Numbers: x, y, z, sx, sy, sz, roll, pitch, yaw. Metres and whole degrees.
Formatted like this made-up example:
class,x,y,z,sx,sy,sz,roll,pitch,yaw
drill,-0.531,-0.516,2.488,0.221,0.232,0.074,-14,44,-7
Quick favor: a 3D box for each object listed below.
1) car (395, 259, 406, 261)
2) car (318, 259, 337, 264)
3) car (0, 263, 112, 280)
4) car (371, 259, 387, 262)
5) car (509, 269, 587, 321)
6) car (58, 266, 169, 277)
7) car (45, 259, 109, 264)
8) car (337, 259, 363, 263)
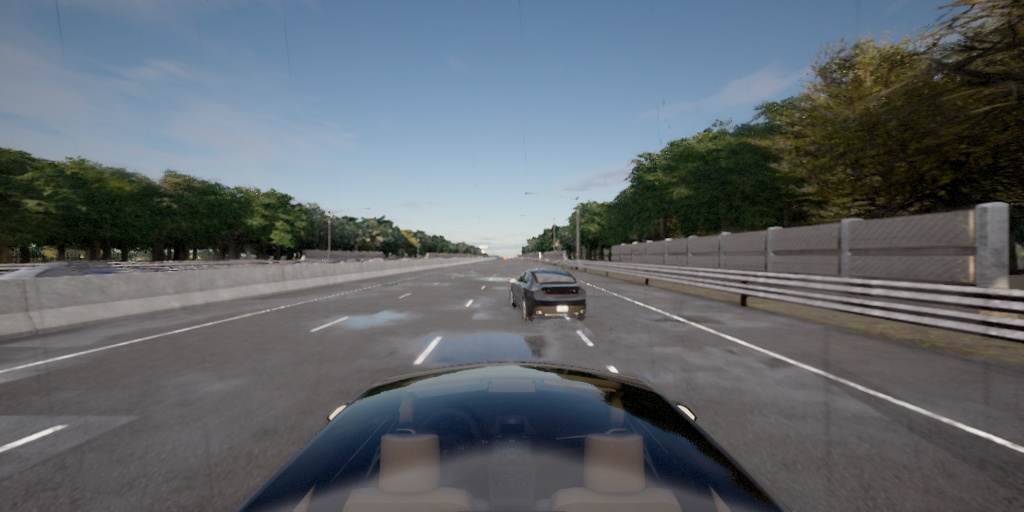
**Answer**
class,x,y,z,sx,sy,sz,roll,pitch,yaw
car,-17.554,1.185,56.799,2.128,1.511,4.902,0,0,1
car,-28.057,1.182,55.335,2.128,1.511,4.902,0,0,1
car,-21.075,1.226,16.018,1.812,1.442,4.674,0,0,0
car,-21.049,1.172,56.657,1.882,1.535,5.008,0,0,1
car,1.084,1.187,12.311,1.837,1.490,4.892,0,1,-8
car,-17.578,1.264,16.855,1.994,1.385,4.181,0,0,0
car,-24.563,1.042,19.671,2.097,1.767,4.553,0,0,0
car,-24.559,1.199,55.366,1.837,1.490,4.892,0,0,1
